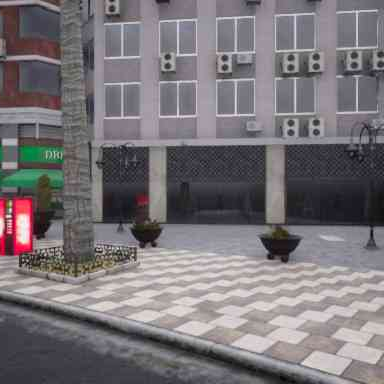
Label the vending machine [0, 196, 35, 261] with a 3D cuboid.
[{"bbox_3d":[-6.203,1.195,11.454,0.880,2.100,1.100,0,0,23],"label":"vending machine"}]
